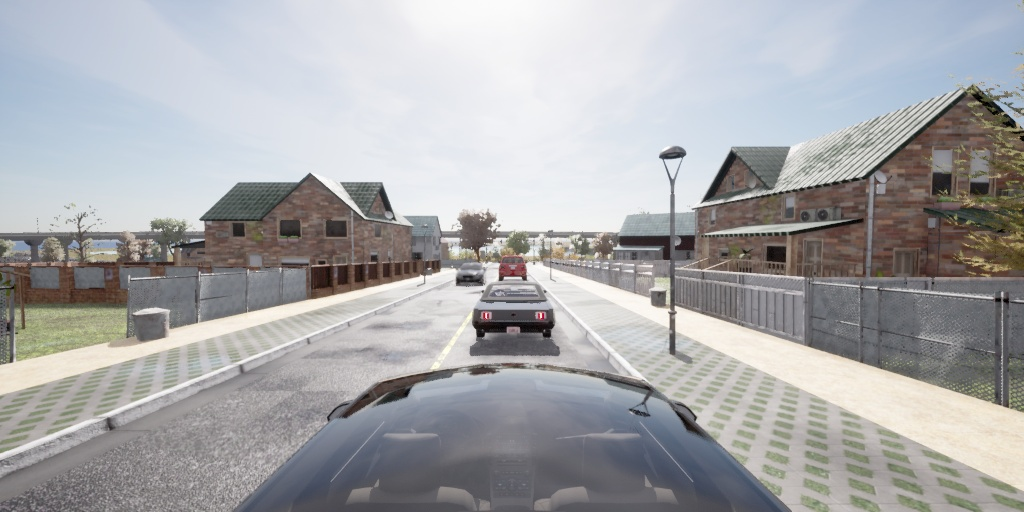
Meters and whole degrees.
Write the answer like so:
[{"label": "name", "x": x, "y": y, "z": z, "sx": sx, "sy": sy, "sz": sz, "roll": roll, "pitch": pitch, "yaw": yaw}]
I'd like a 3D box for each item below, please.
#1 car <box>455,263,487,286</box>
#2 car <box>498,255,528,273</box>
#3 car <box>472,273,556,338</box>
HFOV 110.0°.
[{"label": "car", "x": -2.862, "y": 1.253, "z": 25.683, "sx": 1.837, "sy": 1.490, "sz": 4.892, "roll": 0, "pitch": 0, "yaw": 0}, {"label": "car", "x": 0.066, "y": 0.970, "z": 28.784, "sx": 2.150, "sy": 2.045, "sz": 5.566, "roll": 0, "pitch": 0, "yaw": 0}, {"label": "car", "x": 0.054, "y": 1.347, "z": 10.137, "sx": 1.895, "sy": 1.301, "sz": 4.718, "roll": 0, "pitch": 0, "yaw": 0}]
